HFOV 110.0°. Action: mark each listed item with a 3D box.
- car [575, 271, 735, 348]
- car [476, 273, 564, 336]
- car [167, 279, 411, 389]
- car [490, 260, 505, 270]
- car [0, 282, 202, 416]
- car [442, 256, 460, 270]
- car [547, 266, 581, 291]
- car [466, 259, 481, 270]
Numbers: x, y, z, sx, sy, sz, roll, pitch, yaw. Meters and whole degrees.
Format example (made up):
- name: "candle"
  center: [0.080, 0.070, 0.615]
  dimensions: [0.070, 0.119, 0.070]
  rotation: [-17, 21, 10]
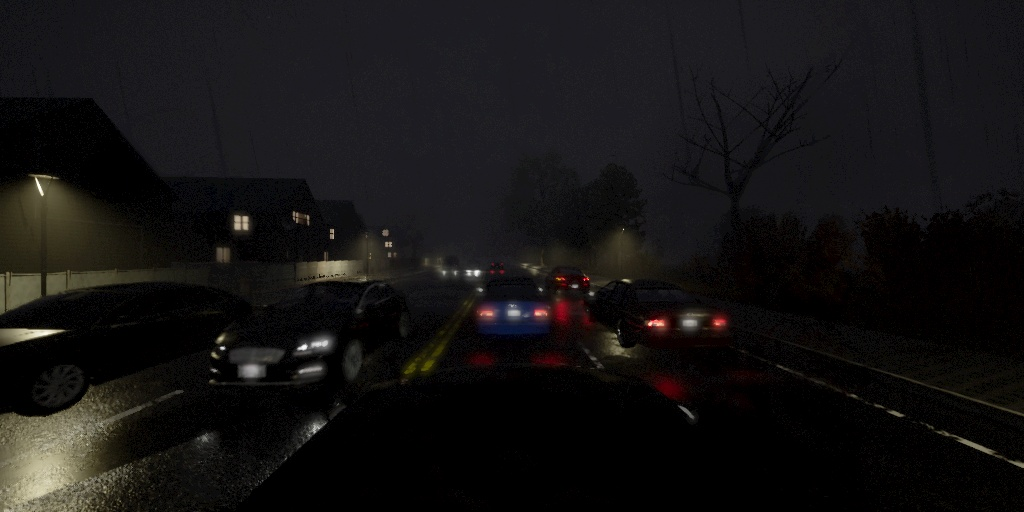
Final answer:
- name: "car"
  center: [3.241, 1.300, 9.191]
  dimensions: [2.033, 1.411, 5.357]
  rotation: [0, 0, -2]
- name: "car"
  center: [-0.016, 1.299, 10.352]
  dimensions: [2.033, 1.411, 5.357]
  rotation: [0, 0, -1]
- name: "car"
  center: [-3.427, 1.242, 7.131]
  dimensions: [2.128, 1.511, 4.902]
  rotation: [0, 0, -1]
- name: "car"
  center: [-2.188, 1.261, 51.724]
  dimensions: [1.812, 1.442, 4.674]
  rotation: [0, 0, -3]
- name: "car"
  center: [-6.661, 1.255, 6.009]
  dimensions: [1.837, 1.490, 4.892]
  rotation: [0, 0, -1]
- name: "car"
  center: [-8.862, 0.955, 52.679]
  dimensions: [2.150, 2.045, 5.566]
  rotation: [0, 0, -4]
- name: "car"
  center: [2.953, 1.279, 19.529]
  dimensions: [1.812, 1.442, 4.674]
  rotation: [0, 0, -2]
- name: "car"
  center: [-5.621, 1.231, 52.914]
  dimensions: [2.128, 1.511, 4.902]
  rotation: [0, 0, -4]
